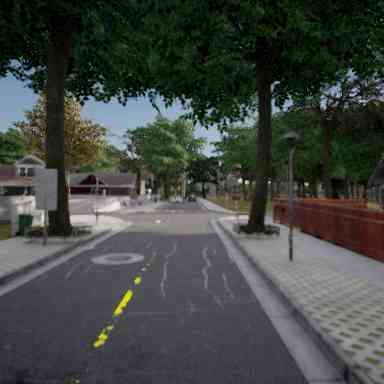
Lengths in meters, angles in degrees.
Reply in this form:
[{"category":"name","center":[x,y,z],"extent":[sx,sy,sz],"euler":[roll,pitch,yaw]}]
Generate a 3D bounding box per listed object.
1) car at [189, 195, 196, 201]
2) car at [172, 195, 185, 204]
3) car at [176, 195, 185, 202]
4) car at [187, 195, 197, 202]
[{"category":"car","center":[0.022,1.502,86.488],"extent":[1.812,1.442,4.674],"euler":[0,0,0]},{"category":"car","center":[-2.751,1.584,64.770],"extent":[1.812,1.442,4.674],"euler":[0,0,0]},{"category":"car","center":[-2.731,1.601,80.458],"extent":[1.837,1.490,4.892],"euler":[0,0,0]},{"category":"car","center":[0.016,1.594,76.063],"extent":[1.837,1.490,4.892],"euler":[0,0,0]}]
